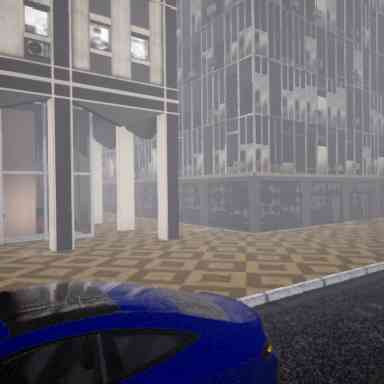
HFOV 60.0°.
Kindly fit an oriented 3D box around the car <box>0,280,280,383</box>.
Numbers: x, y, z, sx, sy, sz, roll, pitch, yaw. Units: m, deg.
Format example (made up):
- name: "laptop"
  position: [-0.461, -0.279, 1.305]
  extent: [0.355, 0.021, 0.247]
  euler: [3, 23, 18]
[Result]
- name: "car"
  position: [-1.323, 1.525, 2.434]
  extent: [4.674, 1.442, 1.812]
  euler: [0, 0, -36]
